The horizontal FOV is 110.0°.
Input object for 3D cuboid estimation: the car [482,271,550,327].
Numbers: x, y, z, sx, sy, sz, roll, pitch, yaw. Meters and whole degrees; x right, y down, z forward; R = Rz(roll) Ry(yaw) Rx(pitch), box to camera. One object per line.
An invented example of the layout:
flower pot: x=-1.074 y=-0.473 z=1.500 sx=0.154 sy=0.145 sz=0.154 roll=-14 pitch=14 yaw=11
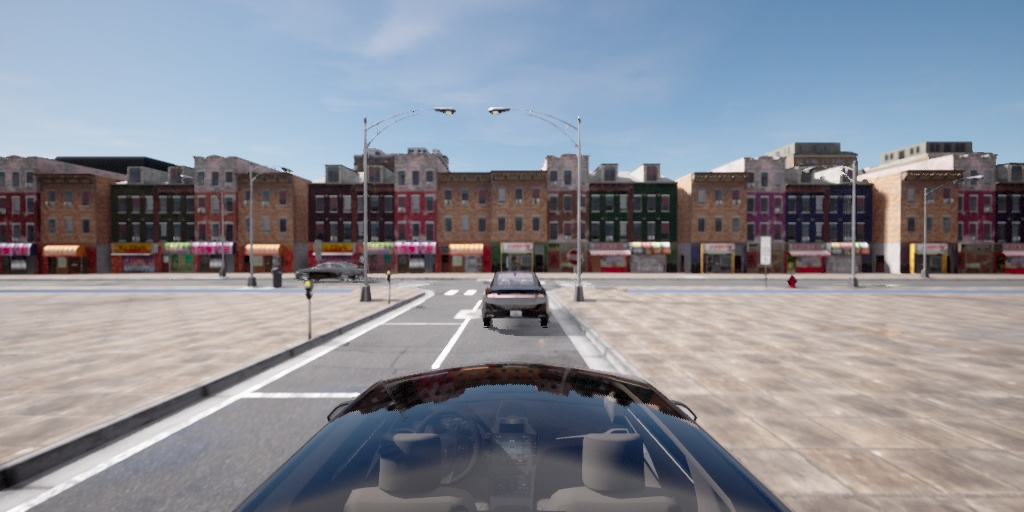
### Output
car: x=0.098 y=1.223 z=11.408 sx=2.128 sy=1.511 sz=4.902 roll=0 pitch=0 yaw=0

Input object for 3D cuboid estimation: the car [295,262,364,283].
car: x=-13.514 y=1.170 z=26.754 sx=4.902 sy=1.511 sz=2.128 roll=0 pitch=1 yaw=1
